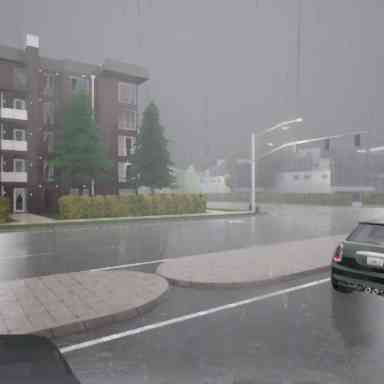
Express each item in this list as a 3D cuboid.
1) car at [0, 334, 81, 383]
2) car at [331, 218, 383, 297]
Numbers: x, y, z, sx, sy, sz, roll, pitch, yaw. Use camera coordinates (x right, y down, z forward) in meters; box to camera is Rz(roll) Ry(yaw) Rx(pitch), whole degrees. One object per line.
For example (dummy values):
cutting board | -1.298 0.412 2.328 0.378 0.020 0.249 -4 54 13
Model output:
car | -3.201 1.548 1.465 5.357 1.411 2.033 0 0 -35
car | 5.234 1.347 7.603 4.553 1.767 2.097 0 0 -35
